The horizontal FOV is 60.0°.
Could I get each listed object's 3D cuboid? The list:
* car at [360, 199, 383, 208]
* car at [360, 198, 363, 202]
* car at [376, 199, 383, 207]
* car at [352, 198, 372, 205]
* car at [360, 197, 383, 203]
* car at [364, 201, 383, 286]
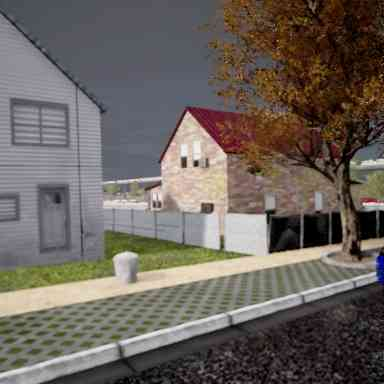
[{"bbox_3d":[34.790,2.219,64.252,2.128,1.511,4.902,-2,-1,0],"label":"car"},{"bbox_3d":[28.224,2.323,60.272,2.128,1.511,4.902,-2,-1,1],"label":"car"},{"bbox_3d":[38.036,2.123,64.220,2.128,1.511,4.902,-2,-1,0],"label":"car"},{"bbox_3d":[38.121,2.128,74.647,1.837,1.490,4.892,-2,-1,0],"label":"car"},{"bbox_3d":[31.458,1.943,58.813,2.150,2.045,5.566,-2,0,1],"label":"car"},{"bbox_3d":[6.611,1.289,7.798,5.566,2.045,2.150,1,0,-35],"label":"car"}]
